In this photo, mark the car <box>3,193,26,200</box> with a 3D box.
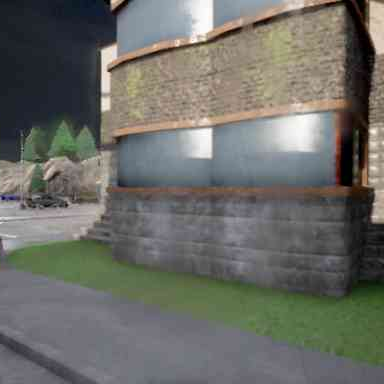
[{"bbox_3d":[-41.864,0.963,78.491,2.007,1.523,4.514,0,0,35],"label":"car"}]

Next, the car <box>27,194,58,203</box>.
[{"bbox_3d":[-25.985,1.045,57.746,2.007,1.523,4.514,0,0,35],"label":"car"}]

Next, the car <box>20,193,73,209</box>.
[{"bbox_3d":[-16.422,1.140,37.751,2.007,1.523,4.514,0,0,35],"label":"car"}]

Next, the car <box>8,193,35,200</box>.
[{"bbox_3d":[-39.280,0.970,76.711,2.152,1.636,5.027,0,0,35],"label":"car"}]

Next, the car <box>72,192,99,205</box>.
[{"bbox_3d":[-16.257,0.906,49.931,1.932,1.855,4.605,0,0,35],"label":"car"}]

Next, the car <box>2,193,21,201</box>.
[{"bbox_3d":[-34.095,1.017,63.584,1.845,1.501,3.633,0,0,35],"label":"car"}]
